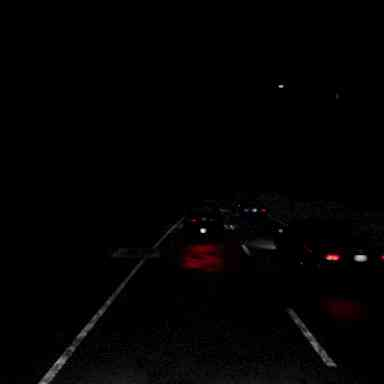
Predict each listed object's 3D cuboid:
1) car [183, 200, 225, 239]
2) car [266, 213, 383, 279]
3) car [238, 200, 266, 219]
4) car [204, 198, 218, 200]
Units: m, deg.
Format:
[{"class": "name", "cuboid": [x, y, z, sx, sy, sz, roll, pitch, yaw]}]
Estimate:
[{"class": "car", "cuboid": [0.603, 1.390, 16.716, 1.837, 1.490, 4.892, 0, 0, 3]}, {"class": "car", "cuboid": [3.787, 1.487, 9.807, 2.033, 1.411, 5.357, 0, 0, 2]}, {"class": "car", "cuboid": [4.761, 1.356, 26.521, 2.033, 1.411, 5.357, 0, 1, 5]}, {"class": "car", "cuboid": [1.837, 1.281, 32.772, 1.812, 1.442, 4.674, 0, 0, 6]}]
